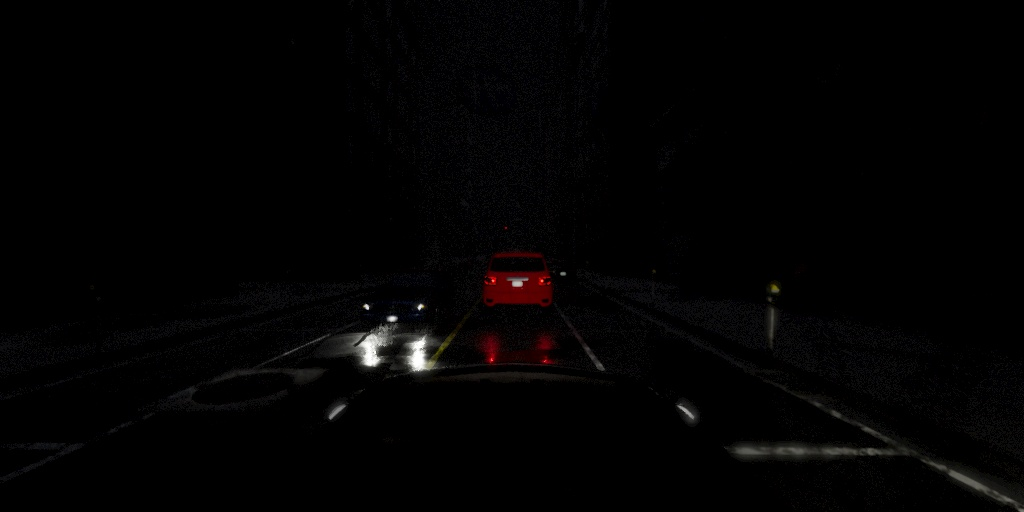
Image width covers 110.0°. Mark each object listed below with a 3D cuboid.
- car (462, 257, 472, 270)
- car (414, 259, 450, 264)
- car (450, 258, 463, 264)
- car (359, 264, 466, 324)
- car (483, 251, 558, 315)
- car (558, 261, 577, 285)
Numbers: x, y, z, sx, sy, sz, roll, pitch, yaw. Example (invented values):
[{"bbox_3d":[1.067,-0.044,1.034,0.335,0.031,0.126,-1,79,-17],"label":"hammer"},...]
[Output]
[{"bbox_3d":[-5.375,0.890,34.031,2.007,1.370,4.403,0,0,1],"label":"car"},{"bbox_3d":[-5.514,0.918,23.023,1.967,1.591,4.097,0,0,1],"label":"car"},{"bbox_3d":[-5.445,0.975,28.527,1.948,1.339,4.313,0,0,1],"label":"car"},{"bbox_3d":[-2.994,1.169,11.695,2.033,1.411,5.357,0,1,1],"label":"car"},{"bbox_3d":[0.219,0.830,12.903,2.150,2.045,5.566,0,1,1],"label":"car"},{"bbox_3d":[3.011,1.043,22.915,1.948,1.339,4.313,0,0,1],"label":"car"}]
